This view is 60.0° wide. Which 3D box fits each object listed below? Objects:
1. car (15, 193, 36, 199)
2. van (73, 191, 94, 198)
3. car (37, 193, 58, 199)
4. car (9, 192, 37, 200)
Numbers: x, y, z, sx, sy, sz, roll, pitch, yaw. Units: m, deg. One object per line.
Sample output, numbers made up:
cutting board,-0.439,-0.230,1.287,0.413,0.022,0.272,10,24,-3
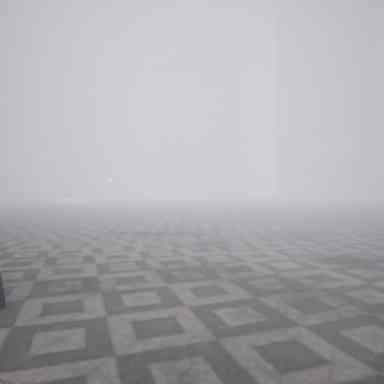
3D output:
car,-42.164,1.069,84.323,2.008,1.369,4.403,1,1,36
van,-28.887,0.711,88.254,1.690,1.788,3.998,1,1,36
car,-35.228,1.046,79.366,2.008,1.369,4.403,1,1,36
car,-38.398,0.877,74.918,2.192,1.841,5.009,1,1,36
